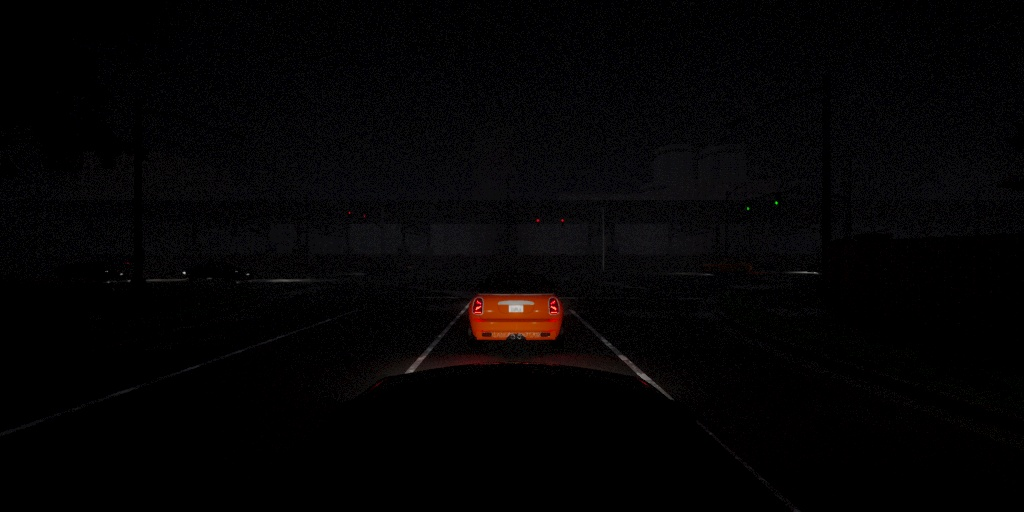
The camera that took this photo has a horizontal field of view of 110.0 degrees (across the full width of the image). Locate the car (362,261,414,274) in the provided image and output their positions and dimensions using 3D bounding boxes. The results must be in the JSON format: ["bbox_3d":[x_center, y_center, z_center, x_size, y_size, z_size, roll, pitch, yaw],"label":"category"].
[{"bbox_3d":[-13.797,1.297,39.955,5.357,1.411,2.033,0,0,1],"label":"car"}]

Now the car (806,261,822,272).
[{"bbox_3d":[34.420,1.048,38.737,4.181,1.385,1.994,-1,0,1],"label":"car"}]

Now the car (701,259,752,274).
[{"bbox_3d":[23.224,1.098,39.022,5.008,1.535,1.882,-1,0,1],"label":"car"}]

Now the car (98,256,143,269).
[{"bbox_3d":[-45.363,0.971,40.741,5.566,2.045,2.150,0,0,1],"label":"car"}]

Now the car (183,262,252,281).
[{"bbox_3d":[-24.156,1.242,29.521,4.902,1.511,2.128,0,0,1],"label":"car"}]

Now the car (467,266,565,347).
[{"bbox_3d":[0.083,1.103,9.490,2.097,1.767,4.553,0,0,0],"label":"car"}]

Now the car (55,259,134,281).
[{"bbox_3d":[-34.839,1.241,29.836,4.902,1.511,2.128,0,0,2],"label":"car"}]
